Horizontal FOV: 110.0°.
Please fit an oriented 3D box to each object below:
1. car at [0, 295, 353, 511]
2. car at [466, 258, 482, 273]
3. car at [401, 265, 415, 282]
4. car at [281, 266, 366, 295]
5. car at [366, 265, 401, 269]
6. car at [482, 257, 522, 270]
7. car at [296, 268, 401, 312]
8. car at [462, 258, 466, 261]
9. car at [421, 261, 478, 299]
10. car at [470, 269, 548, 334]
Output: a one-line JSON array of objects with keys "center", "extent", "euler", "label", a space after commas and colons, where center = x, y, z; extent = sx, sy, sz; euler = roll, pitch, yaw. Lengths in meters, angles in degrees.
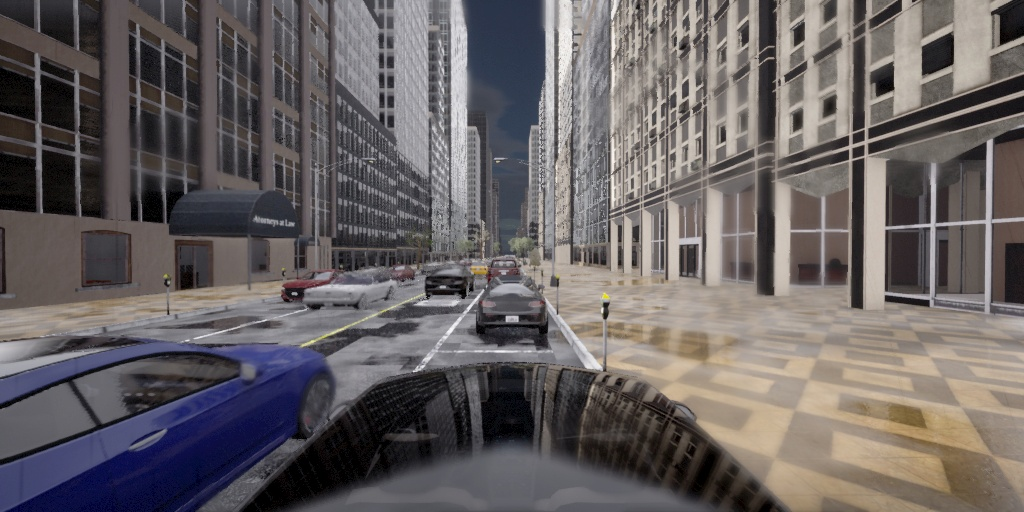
[{"center": [-3.045, 1.276, 2.416], "extent": [1.812, 1.442, 4.674], "euler": [0, 0, 0], "label": "car"}, {"center": [-3.145, 1.200, 35.814], "extent": [1.801, 1.575, 5.366], "euler": [0, 0, 0], "label": "car"}, {"center": [-8.837, 1.327, 28.206], "extent": [1.802, 1.307, 4.207], "euler": [0, 0, 0], "label": "car"}, {"center": [-8.837, 1.292, 16.839], "extent": [1.888, 1.381, 4.507], "euler": [0, 0, 0], "label": "car"}, {"center": [-8.838, 1.297, 22.523], "extent": [2.007, 1.370, 4.403], "euler": [0, 0, 0], "label": "car"}, {"center": [-0.457, 1.061, 22.523], "extent": [2.192, 1.841, 5.009], "euler": [0, 0, 0], "label": "car"}, {"center": [-6.247, 1.349, 14.415], "extent": [1.895, 1.301, 4.718], "euler": [0, 0, 0], "label": "car"}, {"center": [-8.837, 1.320, 62.308], "extent": [1.802, 1.307, 4.207], "euler": [0, 0, 0], "label": "car"}, {"center": [-3.046, 1.225, 18.265], "extent": [1.882, 1.535, 5.008], "euler": [0, 0, 0], "label": "car"}, {"center": [0.003, 1.274, 10.501], "extent": [1.812, 1.442, 4.674], "euler": [0, 0, 0], "label": "car"}]
